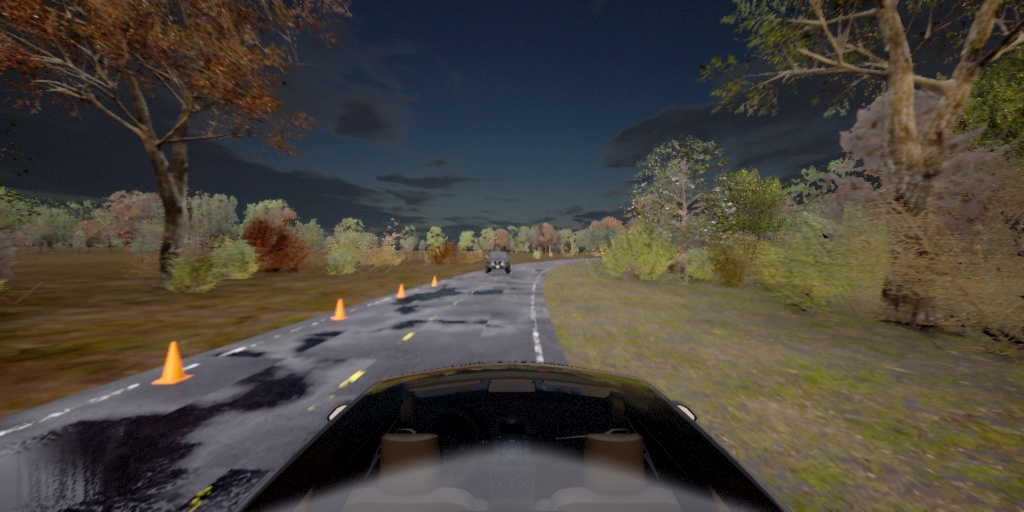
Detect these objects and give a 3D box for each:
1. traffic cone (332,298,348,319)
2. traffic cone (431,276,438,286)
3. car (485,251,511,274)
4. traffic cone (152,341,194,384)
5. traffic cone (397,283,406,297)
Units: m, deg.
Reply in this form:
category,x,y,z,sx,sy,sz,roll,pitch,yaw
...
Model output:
category,x,y,z,sx,sy,sz,roll,pitch,yaw
traffic cone,-5.068,1.547,10.576,0.340,0.580,0.340,0,0,2
traffic cone,-4.461,1.424,20.678,0.340,0.580,0.340,0,0,5
car,-1.302,0.558,33.500,2.150,2.045,5.566,1,0,-2
traffic cone,-5.201,1.610,5.517,0.340,0.580,0.340,0,0,1
traffic cone,-4.822,1.485,15.630,0.340,0.580,0.340,0,0,3
